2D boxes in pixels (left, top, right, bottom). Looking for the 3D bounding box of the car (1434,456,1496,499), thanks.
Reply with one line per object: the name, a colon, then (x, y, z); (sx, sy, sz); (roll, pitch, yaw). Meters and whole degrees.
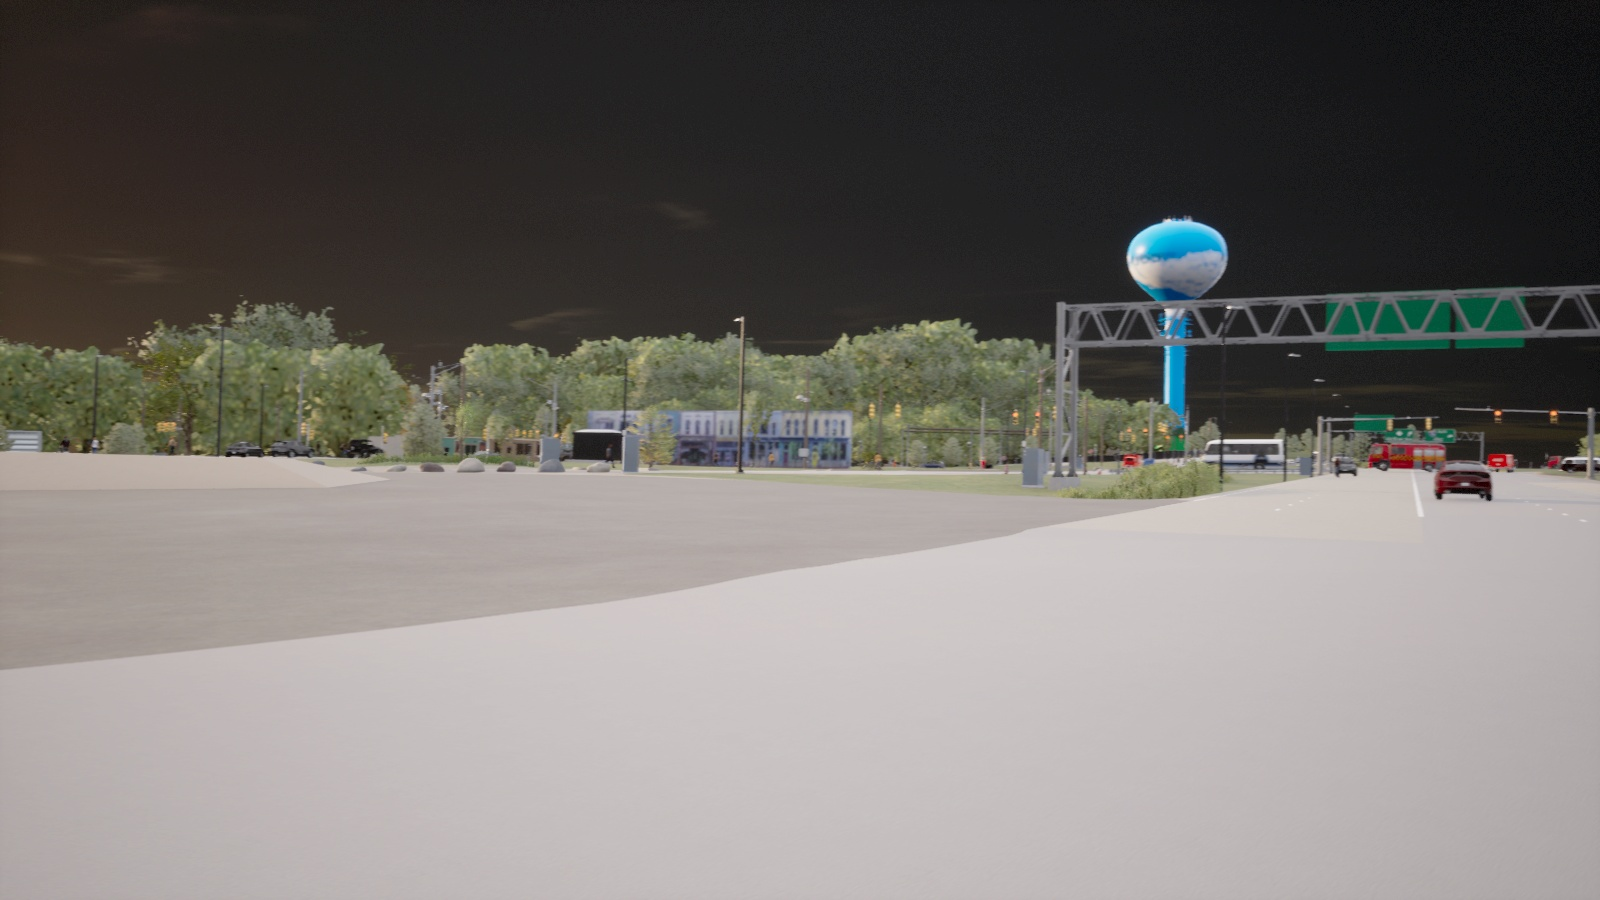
car: (25.833, 1.032, 48.886); (1.882, 1.535, 5.008); (1, 0, 25)
